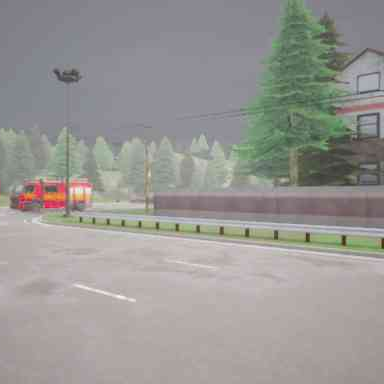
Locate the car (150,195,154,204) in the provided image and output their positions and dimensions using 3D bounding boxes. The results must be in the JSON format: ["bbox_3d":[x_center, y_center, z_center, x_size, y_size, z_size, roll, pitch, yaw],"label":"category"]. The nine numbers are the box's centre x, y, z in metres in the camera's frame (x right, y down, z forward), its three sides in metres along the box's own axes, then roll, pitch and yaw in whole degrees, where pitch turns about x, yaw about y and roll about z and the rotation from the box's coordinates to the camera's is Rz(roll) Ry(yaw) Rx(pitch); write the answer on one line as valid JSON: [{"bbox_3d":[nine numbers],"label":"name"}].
[{"bbox_3d":[-4.972,1.513,60.364,1.812,1.442,4.674,0,0,36],"label":"car"}]

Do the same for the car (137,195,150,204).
[{"bbox_3d":[-7.539,1.339,62.748,2.097,1.767,4.553,0,0,36],"label":"car"}]

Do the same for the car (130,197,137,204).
[{"bbox_3d":[-10.086,1.511,65.151,1.812,1.442,4.674,0,0,36],"label":"car"}]

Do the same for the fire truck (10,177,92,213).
[{"bbox_3d":[-15.779,0.327,37.947,2.891,3.827,8.468,0,0,41],"label":"fire truck"}]
